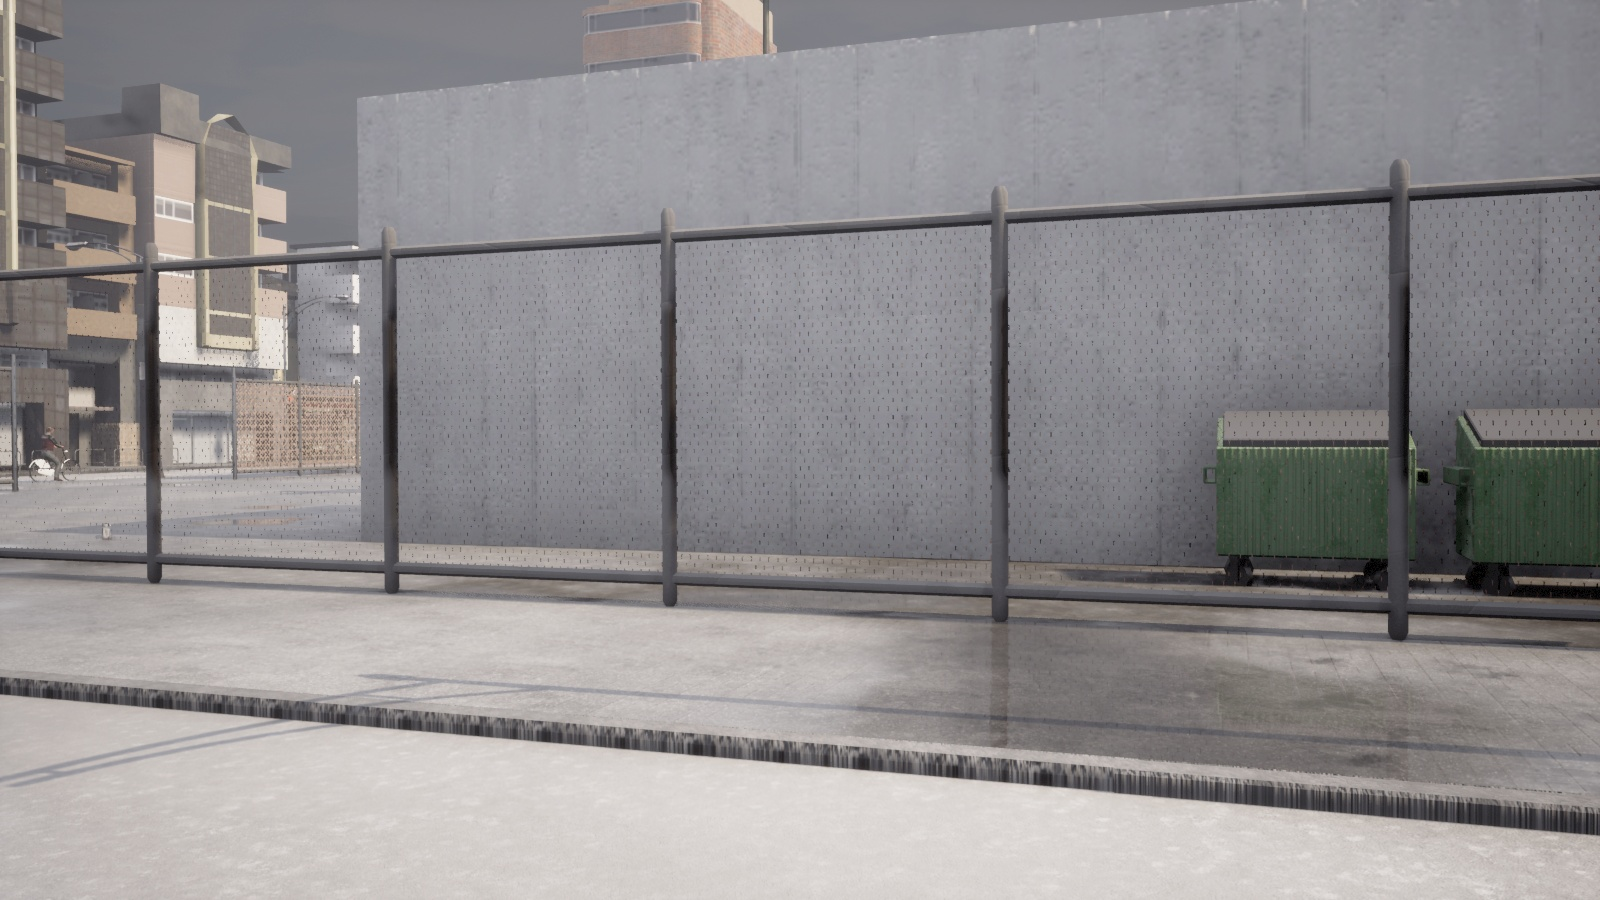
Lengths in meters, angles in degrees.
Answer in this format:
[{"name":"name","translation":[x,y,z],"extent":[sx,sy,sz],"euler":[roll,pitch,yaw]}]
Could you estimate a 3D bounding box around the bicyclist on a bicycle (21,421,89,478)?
[{"name":"bicyclist on a bicycle","translation":[-23.671,-0.031,39.939],"extent":[0.659,1.776,1.843],"euler":[1,1,19]}]
